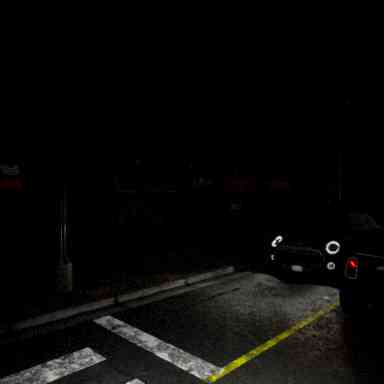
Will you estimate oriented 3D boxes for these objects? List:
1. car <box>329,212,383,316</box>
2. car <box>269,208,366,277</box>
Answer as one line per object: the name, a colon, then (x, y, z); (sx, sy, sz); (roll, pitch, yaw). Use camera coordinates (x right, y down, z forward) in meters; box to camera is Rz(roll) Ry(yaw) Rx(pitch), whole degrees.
car: (4.772, 1.379, 6.673); (2.097, 1.767, 4.553); (-1, -1, 45)
car: (4.304, 1.405, 10.247); (2.097, 1.767, 4.553); (-1, -1, 45)
